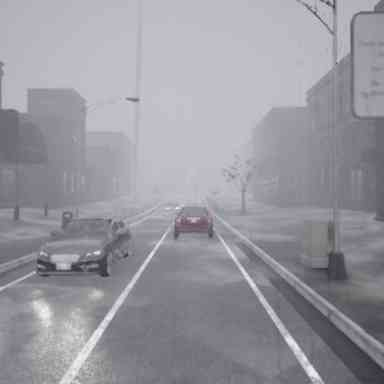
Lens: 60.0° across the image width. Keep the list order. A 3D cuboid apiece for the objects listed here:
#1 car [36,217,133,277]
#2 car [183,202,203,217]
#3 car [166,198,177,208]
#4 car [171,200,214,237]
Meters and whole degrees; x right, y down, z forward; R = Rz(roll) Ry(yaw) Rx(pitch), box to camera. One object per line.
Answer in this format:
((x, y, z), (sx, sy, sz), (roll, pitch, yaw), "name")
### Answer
((-3.106, 1.564, 10.499), (2.128, 1.511, 4.902), (0, -1, 0), "car")
((0.073, 1.898, 37.220), (2.033, 1.411, 5.357), (0, 0, 0), "car")
((-3.090, 1.652, 53.111), (1.812, 1.442, 4.674), (0, 2, 0), "car")
((0.089, 1.534, 19.190), (2.097, 1.767, 4.553), (0, -1, 0), "car")
